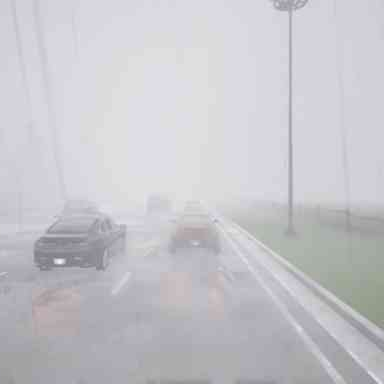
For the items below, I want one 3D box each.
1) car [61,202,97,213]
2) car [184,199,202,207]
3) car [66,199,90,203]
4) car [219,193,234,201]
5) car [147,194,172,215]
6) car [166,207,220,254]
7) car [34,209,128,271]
[{"bbox_3d":[-6.886,1.577,20.817,2.033,1.411,5.357,0,0,0],"label":"car"},{"bbox_3d":[0.125,1.503,35.170,1.801,1.575,5.366,0,0,0],"label":"car"},{"bbox_3d":[-10.379,1.395,30.971,2.097,1.767,4.553,0,0,0],"label":"car"},{"bbox_3d":[8.980,1.330,87.260,3.866,1.878,1.905,0,0,0],"label":"car"},{"bbox_3d":[-3.376,1.270,34.827,2.150,2.045,5.566,0,0,0],"label":"car"},{"bbox_3d":[0.110,1.544,13.537,1.812,1.442,4.674,0,0,0],"label":"car"},{"bbox_3d":[-3.393,1.522,10.956,1.837,1.490,4.892,0,0,0],"label":"car"}]
